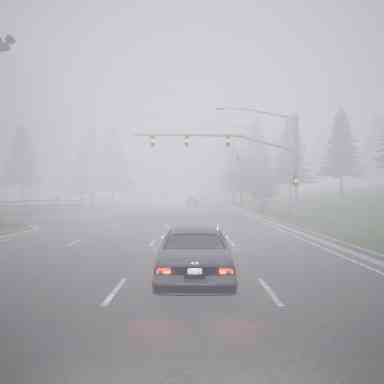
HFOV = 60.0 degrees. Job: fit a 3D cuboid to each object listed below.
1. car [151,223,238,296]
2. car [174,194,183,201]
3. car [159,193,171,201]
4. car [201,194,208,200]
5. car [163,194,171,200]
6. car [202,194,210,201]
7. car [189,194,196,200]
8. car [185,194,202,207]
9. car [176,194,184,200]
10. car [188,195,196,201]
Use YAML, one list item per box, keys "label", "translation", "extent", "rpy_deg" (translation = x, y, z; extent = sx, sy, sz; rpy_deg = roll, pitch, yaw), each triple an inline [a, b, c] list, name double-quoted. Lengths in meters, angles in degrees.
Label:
- label: "car"
  translation: [0.072, 1.547, 8.812]
  extent: [2.033, 1.411, 5.357]
  rpy_deg: [0, 0, 0]
- label: "car"
  translation: [-3.450, 1.517, 83.913]
  extent: [1.812, 1.442, 4.674]
  rpy_deg: [0, 0, 0]
- label: "car"
  translation: [-6.950, 1.217, 83.528]
  extent: [2.150, 2.045, 5.566]
  rpy_deg: [0, 0, 0]
- label: "car"
  translation: [3.556, 1.310, 93.912]
  extent: [1.882, 1.535, 5.008]
  rpy_deg: [0, 0, 0]
- label: "car"
  translation: [-6.944, 1.385, 93.918]
  extent: [1.994, 1.385, 4.181]
  rpy_deg: [0, 0, 0]
- label: "car"
  translation: [3.550, 1.492, 83.492]
  extent: [1.837, 1.490, 4.892]
  rpy_deg: [0, 0, 0]
- label: "car"
  translation: [0.056, 1.310, 93.914]
  extent: [1.882, 1.535, 5.008]
  rpy_deg: [0, 0, 0]
- label: "car"
  translation: [0.029, 1.352, 52.851]
  extent: [2.097, 1.767, 4.553]
  rpy_deg: [0, 0, 0]
- label: "car"
  translation: [-3.444, 1.358, 93.916]
  extent: [2.128, 1.511, 4.902]
  rpy_deg: [0, 0, 0]
- label: "car"
  translation: [0.050, 1.531, 83.494]
  extent: [2.033, 1.411, 5.357]
  rpy_deg: [0, 0, 0]
